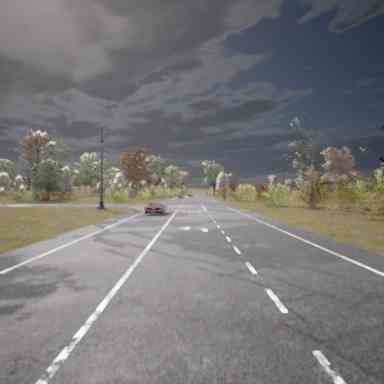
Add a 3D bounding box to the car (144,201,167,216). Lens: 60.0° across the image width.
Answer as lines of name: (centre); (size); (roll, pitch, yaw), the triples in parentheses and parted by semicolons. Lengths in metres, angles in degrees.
car: (-3.540, 1.583, 32.844); (1.895, 1.301, 4.718); (0, 0, 0)
